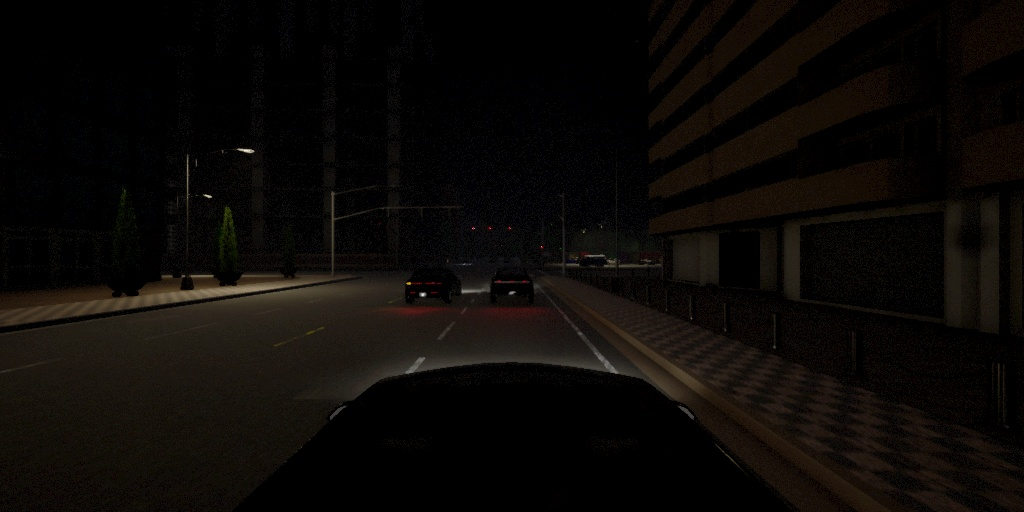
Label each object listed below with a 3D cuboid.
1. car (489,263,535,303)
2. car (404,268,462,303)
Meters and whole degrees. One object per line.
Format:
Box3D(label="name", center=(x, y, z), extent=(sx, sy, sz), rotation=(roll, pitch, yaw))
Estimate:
Box3D(label="car", center=(0.000, 1.243, 16.500), extent=(2.128, 1.511, 4.902), rotation=(0, 0, 0))
Box3D(label="car", center=(-3.500, 1.264, 16.500), extent=(1.837, 1.490, 4.892), rotation=(0, 0, 0))
